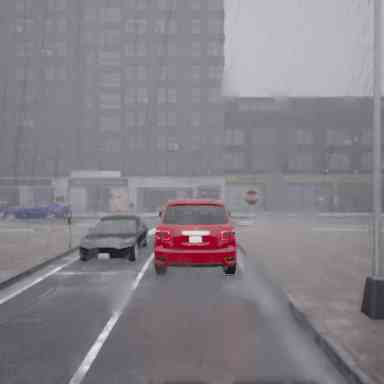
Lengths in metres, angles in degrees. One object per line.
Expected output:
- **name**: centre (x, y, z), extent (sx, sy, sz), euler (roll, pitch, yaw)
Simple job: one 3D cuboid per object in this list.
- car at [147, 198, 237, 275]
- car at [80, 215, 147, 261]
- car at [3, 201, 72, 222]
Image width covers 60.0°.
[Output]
- **car**: centre (0.098, 1.198, 10.503), extent (2.150, 2.045, 5.566), euler (0, 0, 0)
- **car**: centre (-2.639, 1.539, 12.107), extent (1.947, 1.339, 4.313), euler (0, 0, 0)
- **car**: centre (-11.906, 1.441, 25.697), extent (5.008, 1.535, 1.882), euler (0, 0, 2)
